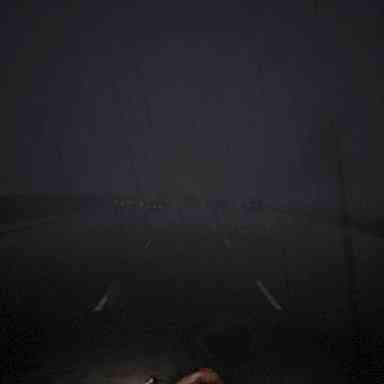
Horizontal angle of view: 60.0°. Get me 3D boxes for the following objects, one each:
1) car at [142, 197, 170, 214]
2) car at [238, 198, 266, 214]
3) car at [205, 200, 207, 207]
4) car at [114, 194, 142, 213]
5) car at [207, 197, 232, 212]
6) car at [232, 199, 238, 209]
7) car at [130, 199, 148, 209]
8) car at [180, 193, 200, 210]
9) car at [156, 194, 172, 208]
[{"bbox_3d":[-3.820,1.574,36.121,2.033,1.411,5.357,0,0,0],"label":"car"},{"bbox_3d":[6.612,1.389,36.184,2.097,1.767,4.553,0,0,0],"label":"car"},{"bbox_3d":[2.990,1.548,48.063,1.837,1.490,4.892,0,0,0],"label":"car"},{"bbox_3d":[-7.335,1.246,37.701,2.150,2.045,5.566,0,0,-1],"label":"car"},{"bbox_3d":[3.128,1.540,38.650,1.837,1.490,4.892,0,0,0],"label":"car"},{"bbox_3d":[6.492,1.592,45.495,2.033,1.411,5.357,0,0,0],"label":"car"},{"bbox_3d":[-7.504,1.633,47.464,1.895,1.301,4.718,0,0,0],"label":"car"},{"bbox_3d":[-0.404,1.258,43.727,2.150,2.045,5.566,0,0,-1],"label":"car"},{"bbox_3d":[-4.017,1.256,46.365,2.150,2.045,5.566,0,0,0],"label":"car"}]
